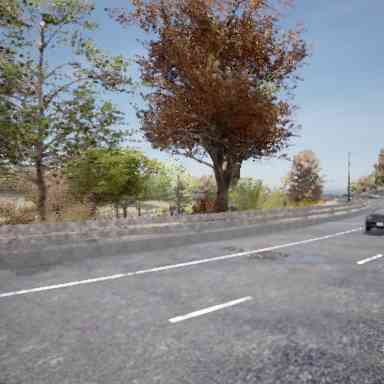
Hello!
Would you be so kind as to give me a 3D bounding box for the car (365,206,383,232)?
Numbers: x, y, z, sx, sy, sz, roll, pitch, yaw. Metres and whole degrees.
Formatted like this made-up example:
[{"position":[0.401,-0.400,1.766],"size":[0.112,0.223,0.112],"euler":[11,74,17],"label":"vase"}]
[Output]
[{"position":[11.303,1.497,18.897],"size":[1.812,1.442,4.674],"euler":[0,0,43],"label":"car"}]
